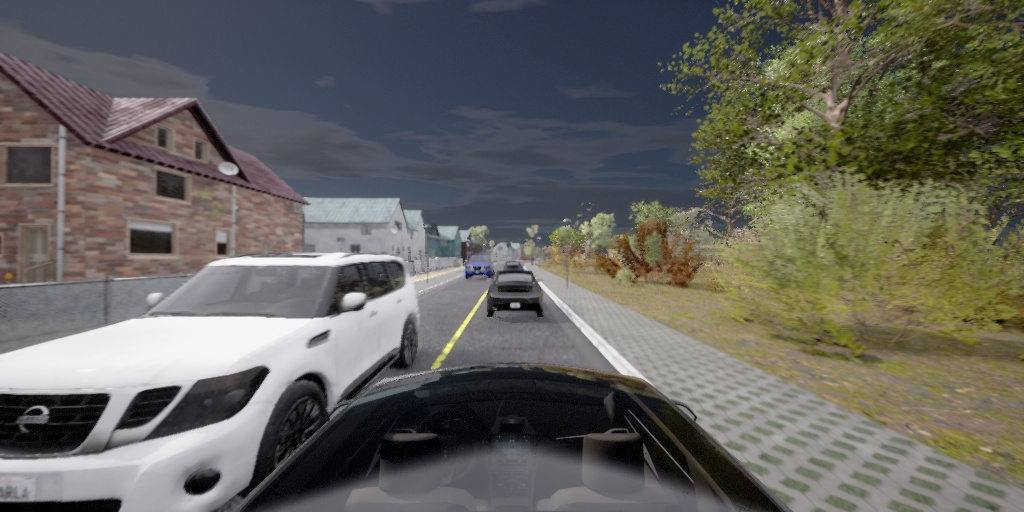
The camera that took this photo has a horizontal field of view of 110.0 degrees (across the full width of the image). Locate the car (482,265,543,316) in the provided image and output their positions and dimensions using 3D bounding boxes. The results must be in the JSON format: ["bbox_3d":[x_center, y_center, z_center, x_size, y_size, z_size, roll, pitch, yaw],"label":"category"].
[{"bbox_3d":[0.099,1.237,13.202,1.837,1.490,4.892,0,0,0],"label":"car"}]

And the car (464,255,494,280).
[{"bbox_3d":[-2.750,0.921,31.056,2.150,2.045,5.566,0,0,0],"label":"car"}]

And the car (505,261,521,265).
[{"bbox_3d":[0.099,1.200,33.588,1.837,1.490,4.892,0,0,0],"label":"car"}]

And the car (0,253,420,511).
[{"bbox_3d":[-2.851,0.967,4.799,2.150,2.045,5.566,0,0,0],"label":"car"}]
